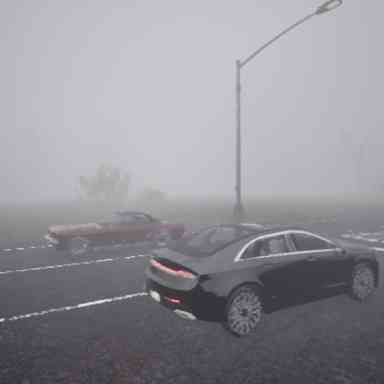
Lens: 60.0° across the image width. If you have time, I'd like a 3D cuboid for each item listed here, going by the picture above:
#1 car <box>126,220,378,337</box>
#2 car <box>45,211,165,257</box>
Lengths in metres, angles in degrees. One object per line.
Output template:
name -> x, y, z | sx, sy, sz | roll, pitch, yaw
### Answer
car -> 1.514, 1.334, 6.317 | 4.902, 1.511, 2.128 | -1, 1, -31
car -> -2.695, 1.383, 11.955 | 4.718, 1.301, 1.895 | -1, 1, -31
